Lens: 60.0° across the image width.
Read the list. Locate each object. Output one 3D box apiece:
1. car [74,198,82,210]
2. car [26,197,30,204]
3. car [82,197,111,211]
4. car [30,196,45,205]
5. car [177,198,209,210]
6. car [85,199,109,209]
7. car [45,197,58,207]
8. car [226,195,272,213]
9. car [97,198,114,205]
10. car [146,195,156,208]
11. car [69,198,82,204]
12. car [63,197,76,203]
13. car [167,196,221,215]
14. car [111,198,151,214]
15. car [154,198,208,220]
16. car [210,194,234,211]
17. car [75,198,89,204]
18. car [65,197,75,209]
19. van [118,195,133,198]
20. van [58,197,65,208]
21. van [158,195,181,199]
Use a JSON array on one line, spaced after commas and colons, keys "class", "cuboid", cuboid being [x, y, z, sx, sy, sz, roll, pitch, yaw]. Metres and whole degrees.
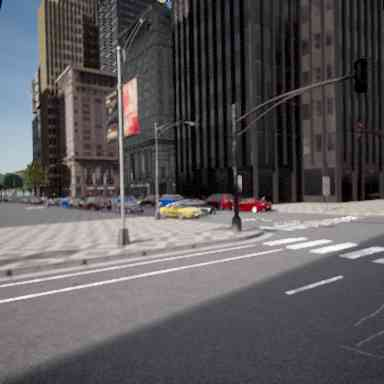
[{"class": "car", "cuboid": [-15.147, 1.848, 48.171, 1.887, 1.381, 4.507, -3, 1, -35]}, {"class": "car", "cuboid": [-38.826, 2.428, 81.925, 1.802, 1.307, 4.206, -3, 1, -35]}, {"class": "car", "cuboid": [-12.350, 1.553, 44.169, 2.192, 1.841, 5.009, -3, 1, -35]}, {"class": "car", "cuboid": [-35.739, 2.323, 77.523, 1.887, 1.381, 4.507, -3, 1, -35]}, {"class": "car", "cuboid": [0.034, 1.457, 41.398, 1.802, 1.307, 4.206, -3, 1, -35]}, {"class": "car", "cuboid": [-15.178, 1.830, 53.000, 2.033, 1.411, 5.357, -2, 0, -35]}, {"class": "car", "cuboid": [-26.478, 2.009, 64.314, 1.967, 1.590, 4.097, -3, 1, -35]}, {"class": "car", "cuboid": [5.866, 1.280, 33.062, 1.887, 1.381, 4.507, -3, 1, -35]}, {"class": "car", "cuboid": [-17.214, 1.863, 65.958, 1.802, 1.307, 4.206, -3, 1, -35]}, {"class": "car", "cuboid": [-5.811, 1.329, 49.730, 2.192, 1.841, 5.009, -3, 1, -35]}, {"class": "car", "cuboid": [-29.165, 2.119, 82.993, 1.947, 1.339, 4.313, -3, 1, -35]}, {"class": "car", "cuboid": [-32.153, 2.169, 87.251, 2.008, 1.369, 4.403, -3, 1, -35]}, {"class": "car", "cuboid": [0.073, 1.412, 31.129, 2.128, 1.511, 4.902, -2, 0, -35]}, {"class": "car", "cuboid": [-6.729, 1.655, 36.172, 2.008, 1.369, 4.403, -3, 1, -35]}, {"class": "car", "cuboid": [-1.020, 1.493, 28.034, 1.752, 1.417, 4.829, -3, 1, -35]}, {"class": "car", "cuboid": [2.940, 1.121, 37.227, 2.192, 1.841, 5.009, -3, 1, -35]}, {"class": "car", "cuboid": [-26.177, 2.053, 78.733, 1.947, 1.339, 4.313, -3, 1, -35]}, {"class": "car", "cuboid": [-17.957, 1.810, 52.169, 1.967, 1.590, 4.097, -3, 1, -35]}, {"class": "van", "cuboid": [-11.643, 1.492, 58.066, 1.690, 1.788, 3.998, -3, 1, -35]}, {"class": "van", "cuboid": [-20.767, 1.777, 56.168, 1.690, 1.788, 3.998, -3, 1, -35]}, {"class": "van", "cuboid": [-2.893, 1.286, 45.563, 1.690, 1.788, 3.998, -3, 1, -35]}]
